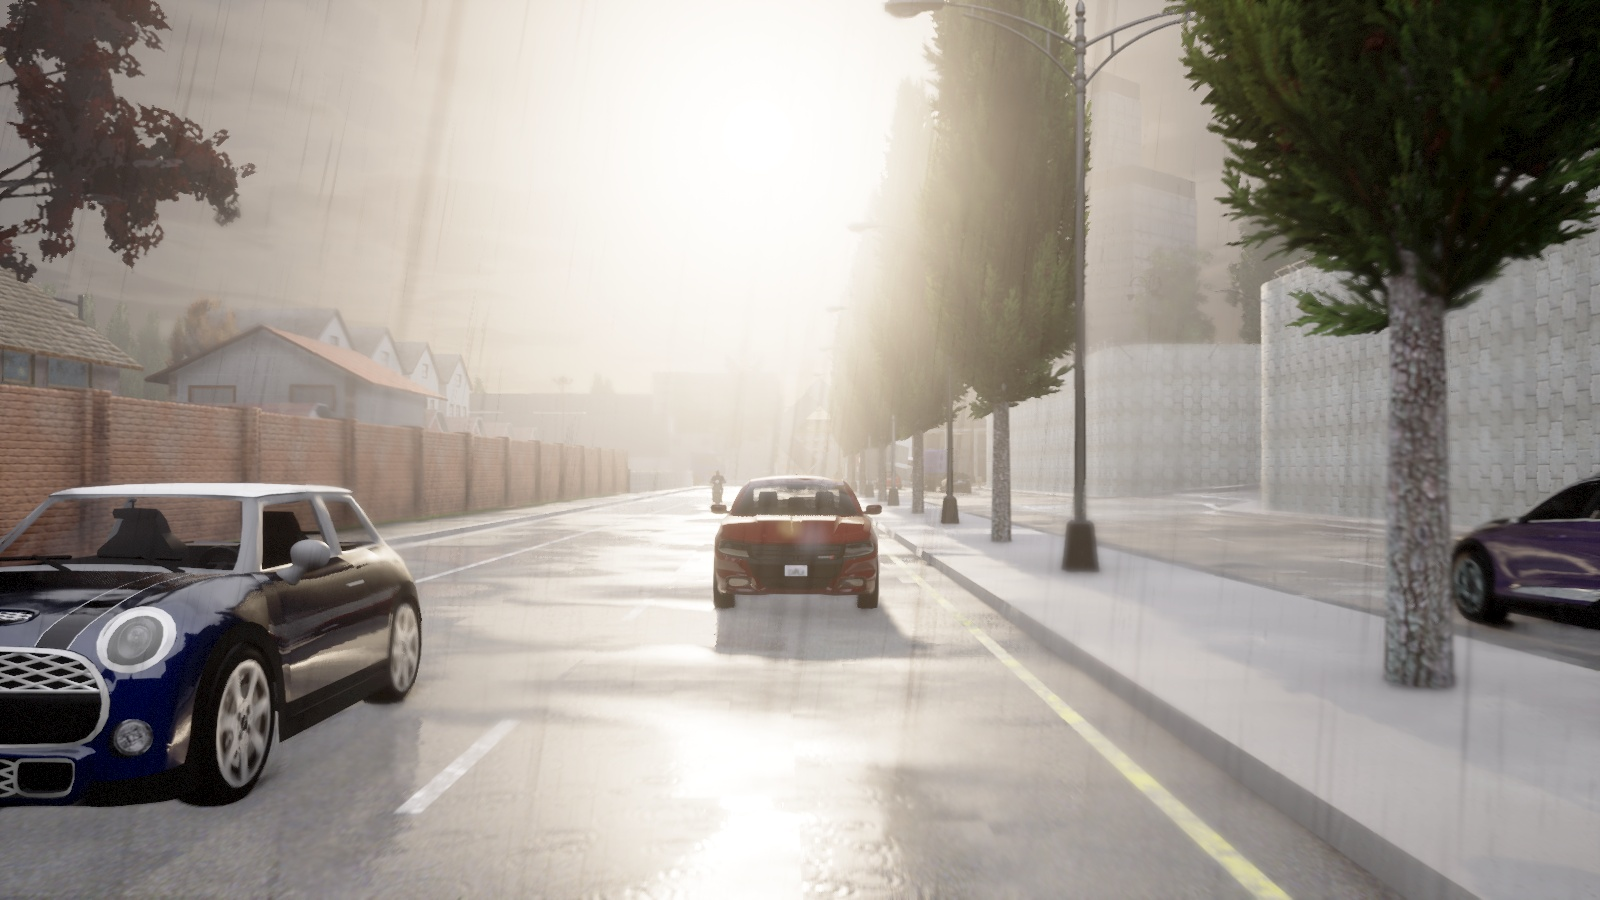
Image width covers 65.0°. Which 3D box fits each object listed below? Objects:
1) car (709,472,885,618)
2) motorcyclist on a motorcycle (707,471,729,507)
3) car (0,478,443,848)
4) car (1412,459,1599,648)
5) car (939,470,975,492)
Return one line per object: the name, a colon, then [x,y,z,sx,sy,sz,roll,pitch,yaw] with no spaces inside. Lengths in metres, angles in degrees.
car: [-0.039,1.059,15.905,1.882,1.535,5.008,0,-1,0]
motorcyclist on a motorcycle: [-3.635,1.715,55.675,0.866,1.590,1.817,0,-1,0]
car: [-3.517,0.912,7.016,1.970,1.475,3.806,0,-1,0]
car: [7.971,0.911,11.810,2.033,1.649,4.856,0,-1,0]
car: [11.280,2.235,90.737,2.007,1.525,4.514,0,-1,0]
